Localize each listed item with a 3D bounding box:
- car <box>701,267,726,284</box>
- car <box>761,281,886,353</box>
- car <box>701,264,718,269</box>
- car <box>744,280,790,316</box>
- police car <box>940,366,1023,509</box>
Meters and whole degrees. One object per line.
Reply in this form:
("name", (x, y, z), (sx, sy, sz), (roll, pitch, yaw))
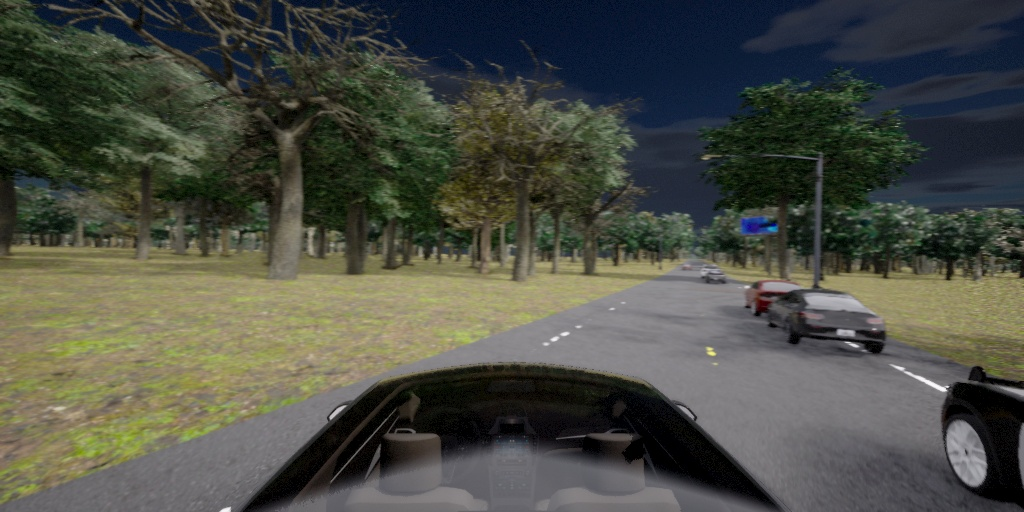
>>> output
("car", (23.084, 2.329, 40.751), (2.128, 1.511, 4.902), (2, 0, 27))
("car", (8.811, 1.680, 10.390), (1.812, 1.442, 4.674), (2, -1, 27))
("car", (28.452, 2.250, 51.488), (2.150, 2.045, 5.566), (2, 0, 27))
("car", (11.520, 1.778, 15.741), (1.882, 1.535, 5.008), (2, -1, 27))
("police car", (4.349, 1.330, 1.570), (1.930, 1.638, 5.238), (2, -1, 27))
